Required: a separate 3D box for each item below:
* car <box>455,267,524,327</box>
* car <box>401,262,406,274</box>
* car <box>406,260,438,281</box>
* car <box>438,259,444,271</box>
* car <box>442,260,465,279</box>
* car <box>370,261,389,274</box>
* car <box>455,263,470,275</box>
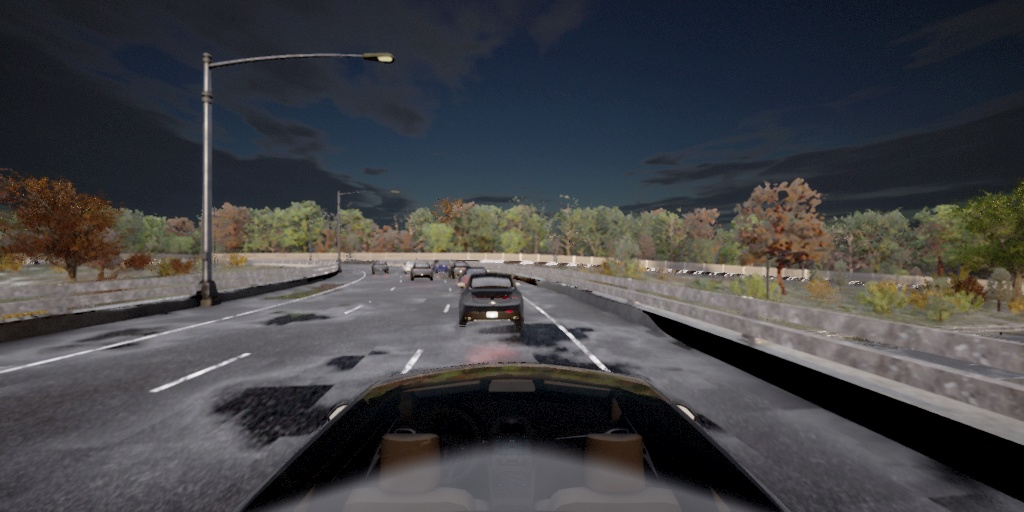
[{"bbox_3d":[-0.732,1.279,11.756,1.837,1.490,4.892,0,0,-5],"label":"car"},{"bbox_3d":[-12.333,1.383,43.700,1.812,1.442,4.674,0,0,-22],"label":"car"},{"bbox_3d":[-7.944,1.317,31.477,2.128,1.511,4.902,0,0,-16],"label":"car"},{"bbox_3d":[-8.823,1.208,44.351,2.097,1.767,4.553,0,0,-22],"label":"car"},{"bbox_3d":[-4.946,1.318,33.562,2.128,1.511,4.902,0,0,-17],"label":"car"},{"bbox_3d":[-16.086,1.351,43.623,2.128,1.511,4.902,0,0,-23],"label":"car"},{"bbox_3d":[-2.325,1.364,22.551,1.994,1.385,4.181,0,0,-11],"label":"car"}]
